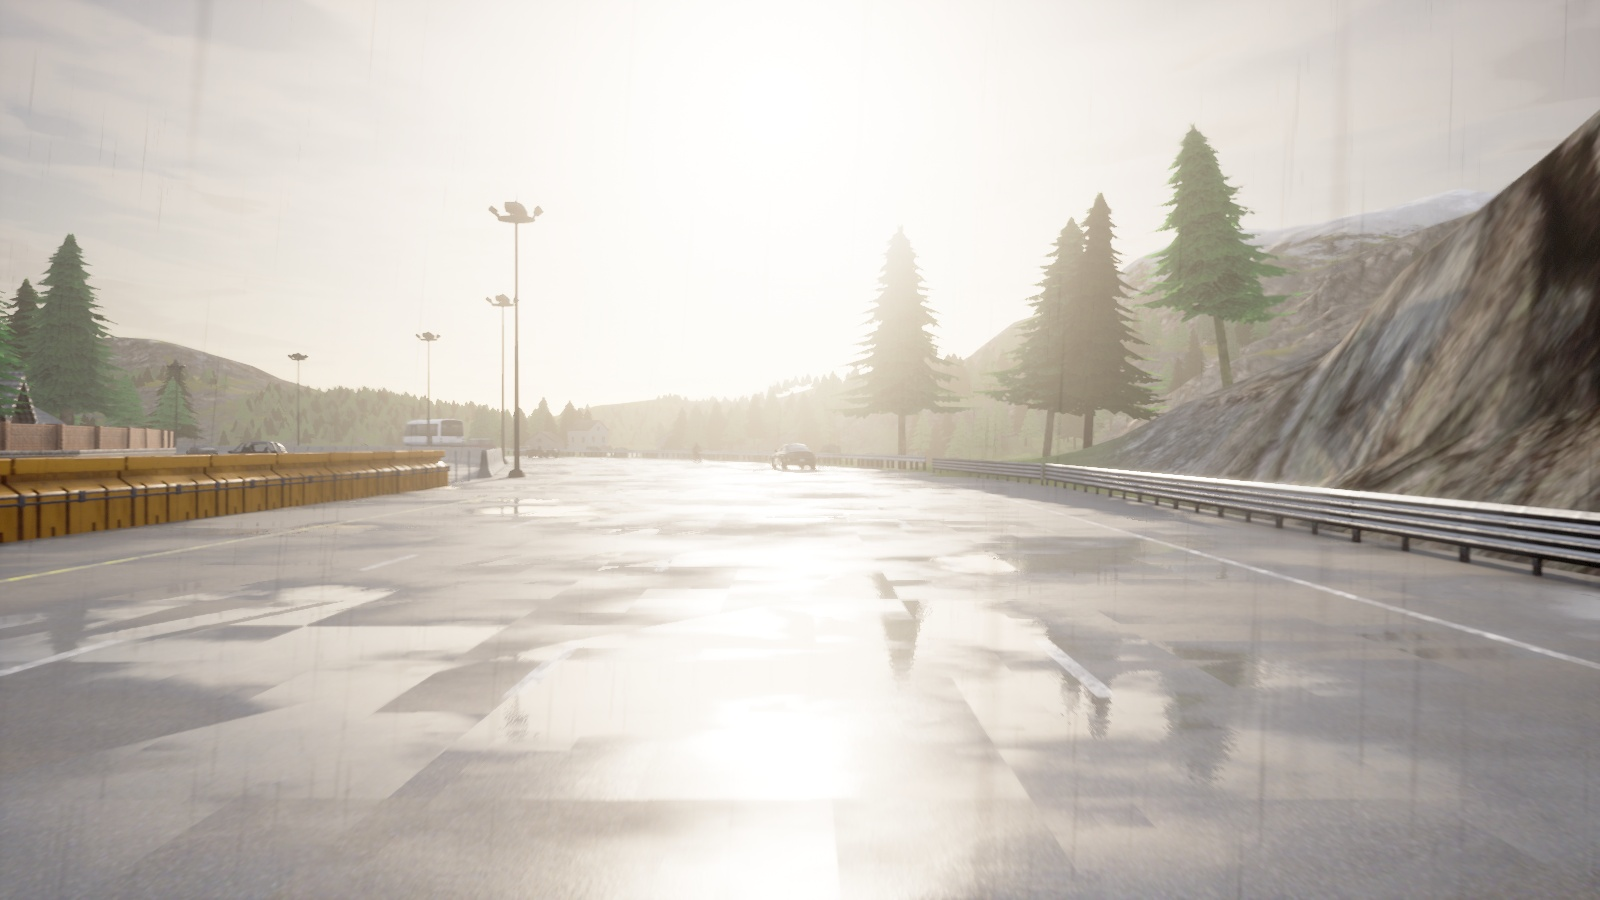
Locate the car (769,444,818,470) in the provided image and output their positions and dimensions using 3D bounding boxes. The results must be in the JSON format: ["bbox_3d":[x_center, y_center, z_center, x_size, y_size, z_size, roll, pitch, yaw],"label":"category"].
[{"bbox_3d":[-0.426,0.375,70.472,1.812,1.442,4.674,0,0,-12],"label":"car"}]

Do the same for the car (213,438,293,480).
[{"bbox_3d":[-21.829,0.343,50.257,1.851,1.617,3.988,0,0,-7],"label":"car"}]
